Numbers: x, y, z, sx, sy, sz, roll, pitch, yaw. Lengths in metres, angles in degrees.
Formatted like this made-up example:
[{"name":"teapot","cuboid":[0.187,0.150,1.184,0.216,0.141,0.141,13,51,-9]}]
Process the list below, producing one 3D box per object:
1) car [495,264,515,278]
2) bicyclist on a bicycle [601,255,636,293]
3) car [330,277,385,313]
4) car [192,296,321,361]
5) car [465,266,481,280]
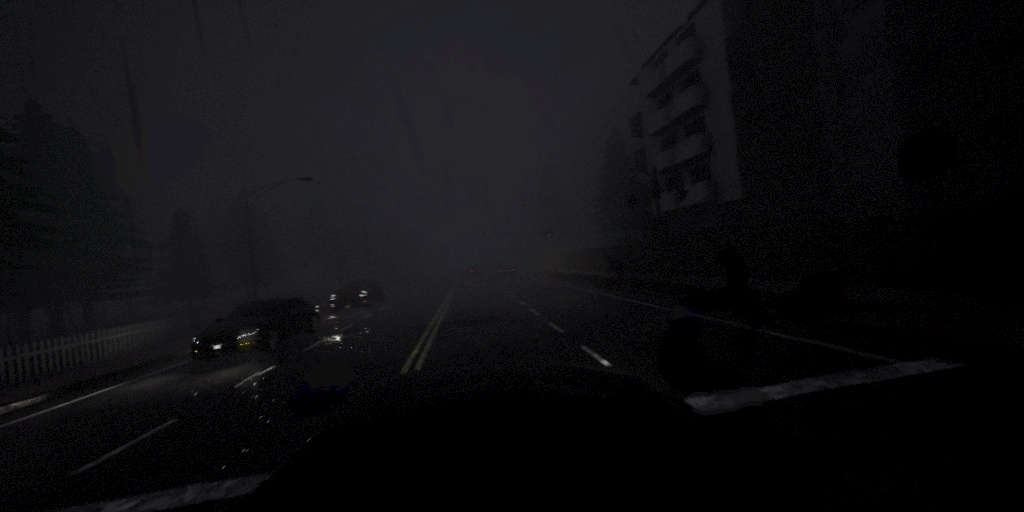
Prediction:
[{"name":"car","cuboid":[-0.807,1.626,39.940,2.033,1.411,5.357,-6,0,-7]},{"name":"bicyclist on a bicycle","cuboid":[4.559,0.711,15.768,1.656,1.620,0.582,-16,1,-7]},{"name":"car","cuboid":[-9.223,2.212,21.618,2.097,1.767,4.553,-6,-1,-7]},{"name":"car","cuboid":[-8.003,2.170,11.743,1.837,1.490,4.892,-6,0,-7]},{"name":"car","cuboid":[-4.772,2.021,43.803,2.128,1.511,4.902,-6,0,-7]}]
